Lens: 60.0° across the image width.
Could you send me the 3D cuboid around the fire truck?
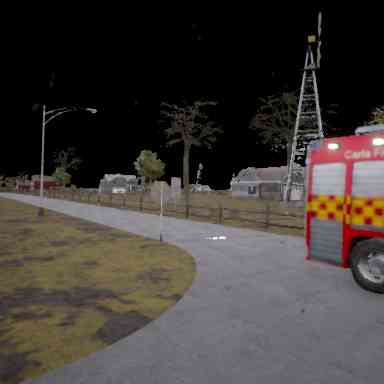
[{"bbox_3d":[6.326,0.290,5.658,2.891,3.827,8.468,2,0,-35],"label":"fire truck"}]
